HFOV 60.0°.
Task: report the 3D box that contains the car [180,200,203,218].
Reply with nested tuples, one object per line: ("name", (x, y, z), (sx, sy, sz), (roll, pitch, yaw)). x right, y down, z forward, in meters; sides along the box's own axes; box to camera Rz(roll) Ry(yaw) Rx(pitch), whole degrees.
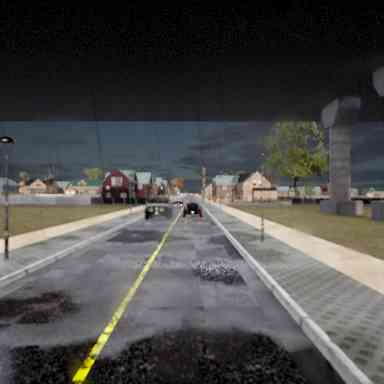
("car", (0.073, 1.730, 33.122), (1.812, 1.442, 4.674), (0, -1, 0))

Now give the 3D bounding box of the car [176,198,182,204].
("car", (-2.792, 1.939, 70.300), (2.033, 1.411, 5.357), (0, 0, 0))

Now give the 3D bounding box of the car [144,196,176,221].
("car", (-2.867, 1.405, 29.750), (2.150, 2.045, 5.566), (0, 0, 0))
